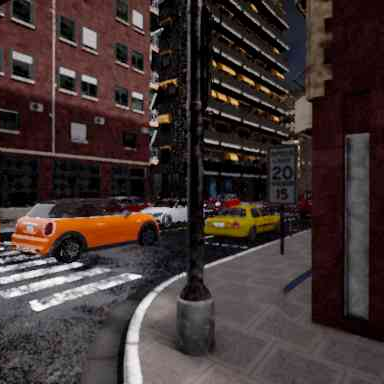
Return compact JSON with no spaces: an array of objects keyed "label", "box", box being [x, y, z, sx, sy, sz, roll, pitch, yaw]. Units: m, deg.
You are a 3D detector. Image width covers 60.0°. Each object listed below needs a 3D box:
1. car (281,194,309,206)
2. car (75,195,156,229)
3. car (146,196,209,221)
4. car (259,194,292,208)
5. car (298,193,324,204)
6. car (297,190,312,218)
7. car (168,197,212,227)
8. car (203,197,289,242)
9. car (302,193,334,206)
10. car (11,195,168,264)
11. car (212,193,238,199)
[{"label":"car","box":[12.608,0.902,40.559,1.802,1.307,4.206,1,1,38]},{"label":"car","box":[-4.125,0.993,18.406,1.967,1.590,4.097,1,1,35]},{"label":"car","box":[-0.883,1.046,22.901,1.887,1.381,4.507,1,1,36]},{"label":"car","box":[9.159,0.906,36.196,1.887,1.381,4.507,1,1,38]},{"label":"car","box":[16.105,0.834,44.881,2.008,1.369,4.403,1,1,39]},{"label":"car","box":[8.860,0.799,22.583,2.192,1.841,5.009,1,1,37]},{"label":"car","box":[-1.060,1.072,18.407,1.812,1.442,4.674,0,1,36]},{"label":"car","box":[2.307,1.111,13.766,1.752,1.417,4.829,1,1,36]},{"label":"car","box":[15.041,0.873,39.551,2.033,1.411,5.357,0,1,39]},{"label":"car","box":[-3.104,0.979,10.619,2.097,1.767,4.553,0,1,35]},{"label":"car","box":[2.415,0.892,27.367,1.967,1.590,4.097,1,1,37]}]
